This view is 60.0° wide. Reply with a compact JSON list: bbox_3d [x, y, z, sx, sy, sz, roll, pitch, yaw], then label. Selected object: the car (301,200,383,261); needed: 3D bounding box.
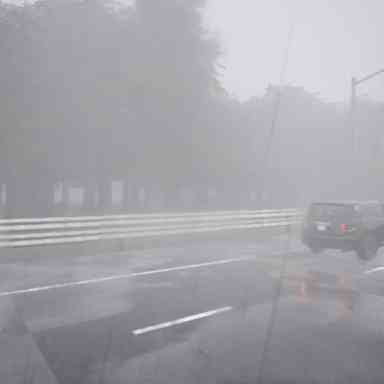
[{"bbox_3d":[6.600,1.313,12.858,5.566,2.045,2.150,0,0,-35],"label":"car"}]
